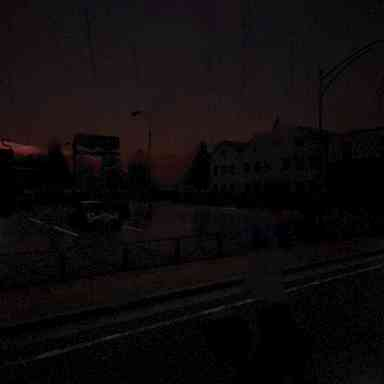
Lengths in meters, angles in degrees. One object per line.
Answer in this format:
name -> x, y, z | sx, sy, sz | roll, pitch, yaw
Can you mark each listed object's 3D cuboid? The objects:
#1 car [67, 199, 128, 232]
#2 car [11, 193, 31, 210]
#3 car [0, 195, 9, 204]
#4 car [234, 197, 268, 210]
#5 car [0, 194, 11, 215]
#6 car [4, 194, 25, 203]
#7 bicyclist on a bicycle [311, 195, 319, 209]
car -> -5.315, 1.248, 17.892 | 1.970, 1.475, 3.806 | 0, 0, -36
car -> -19.835, 1.092, 38.155 | 1.905, 1.878, 3.866 | 0, 0, -36
car -> -39.205, 1.495, 66.104 | 4.611, 1.667, 2.242 | 0, 0, -36
car -> 6.996, 1.349, 39.645 | 1.812, 1.442, 4.674 | 0, 0, -35
car -> -17.921, 1.113, 29.845 | 1.932, 1.855, 4.605 | 0, 0, -36
car -> -38.979, 1.328, 73.232 | 3.866, 1.878, 1.905 | 0, 0, -36
bicyclist on a bicycle -> 13.660, 1.124, 36.837 | 1.656, 1.620, 0.582 | 0, 0, -35
